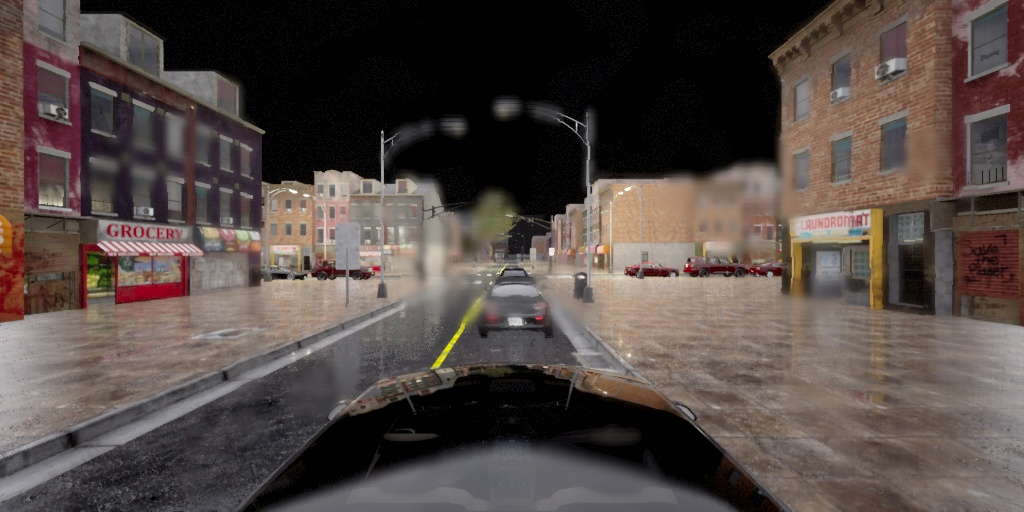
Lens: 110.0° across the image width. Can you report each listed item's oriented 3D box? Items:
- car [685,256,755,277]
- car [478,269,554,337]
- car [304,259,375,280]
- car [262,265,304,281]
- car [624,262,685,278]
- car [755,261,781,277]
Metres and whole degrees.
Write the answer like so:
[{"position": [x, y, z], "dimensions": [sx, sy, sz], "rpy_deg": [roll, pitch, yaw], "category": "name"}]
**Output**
[{"position": [17.388, 0.948, 30.750], "dimensions": [5.009, 1.841, 2.192], "rpy_deg": [0, 0, 0], "category": "car"}, {"position": [0.099, 1.278, 10.173], "dimensions": [1.812, 1.442, 4.674], "rpy_deg": [0, 0, 0], "category": "car"}, {"position": [-14.454, 1.180, 30.701], "dimensions": [5.009, 1.841, 2.192], "rpy_deg": [0, 0, 0], "category": "car"}, {"position": [-19.880, 1.473, 30.693], "dimensions": [4.313, 1.339, 1.948], "rpy_deg": [0, 0, 0], "category": "car"}, {"position": [11.954, 1.217, 30.741], "dimensions": [4.507, 1.381, 1.888], "rpy_deg": [0, 0, 0], "category": "car"}, {"position": [22.822, 1.142, 30.758], "dimensions": [4.507, 1.381, 1.888], "rpy_deg": [0, 0, 0], "category": "car"}]
